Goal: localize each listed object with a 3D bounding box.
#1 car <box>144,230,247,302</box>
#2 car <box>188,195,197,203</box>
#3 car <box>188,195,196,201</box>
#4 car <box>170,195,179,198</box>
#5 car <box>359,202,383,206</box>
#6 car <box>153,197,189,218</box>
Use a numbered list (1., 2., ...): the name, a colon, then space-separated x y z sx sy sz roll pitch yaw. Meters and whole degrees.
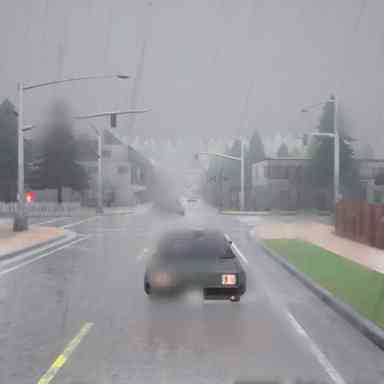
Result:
1. car: 0.072 1.601 8.219 1.895 1.301 4.718 0 0 0
2. car: 0.037 1.593 71.450 1.895 1.301 4.718 0 0 0
3. car: 0.039 1.475 81.486 1.882 1.535 5.008 0 0 0
4. car: -3.531 1.349 62.272 2.097 1.767 4.553 0 0 0
5. car: 15.313 1.581 29.278 4.718 1.301 1.895 0 0 -8
6. car: -2.218 1.504 30.020 1.837 1.490 4.892 -1 0 -20
